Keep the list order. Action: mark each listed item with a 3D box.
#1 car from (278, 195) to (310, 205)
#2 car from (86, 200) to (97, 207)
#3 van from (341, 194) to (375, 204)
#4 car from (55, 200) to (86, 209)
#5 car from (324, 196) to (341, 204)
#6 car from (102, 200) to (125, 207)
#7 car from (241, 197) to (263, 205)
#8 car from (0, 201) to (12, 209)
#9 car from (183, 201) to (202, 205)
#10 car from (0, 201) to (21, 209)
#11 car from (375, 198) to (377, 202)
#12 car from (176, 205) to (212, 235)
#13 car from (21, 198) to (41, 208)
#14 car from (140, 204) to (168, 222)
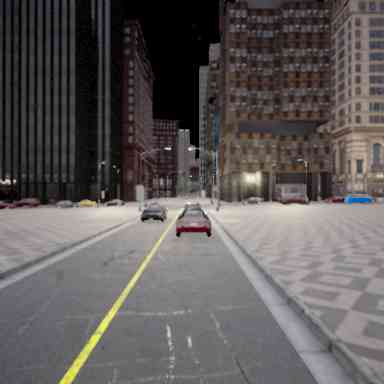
[{"bbox_3d":[17.176,1.377,56.273,5.009,1.841,2.192,-1,0,0],"label":"car"},{"bbox_3d":[-20.995,2.201,64.680,4.829,1.417,1.752,-1,1,0],"label":"car"},{"bbox_3d":[28.095,1.258,56.280,3.998,1.788,1.690,-1,0,0],"label":"van"},{"bbox_3d":[-20.829,2.167,56.156,4.403,1.369,2.008,-1,0,0],"label":"car"},{"bbox_3d":[28.103,1.518,64.805,4.507,1.381,1.887,-1,0,0],"label":"car"},{"bbox_3d":[-15.182,2.152,64.684,4.313,1.339,1.947,-1,1,0],"label":"car"},{"bbox_3d":[11.726,1.746,64.796,4.403,1.369,2.008,-1,0,0],"label":"car"},{"bbox_3d":[-37.756,2.491,64.670,4.507,1.381,1.887,-1,1,0],"label":"car"},{"bbox_3d":[0.074,1.704,37.568,2.128,1.511,4.902,0,0,0],"label":"car"},{"bbox_3d":[-32.116,2.341,56.149,4.507,1.381,1.887,-1,1,0],"label":"car"},{"bbox_3d":[33.561,1.454,64.809,4.403,1.369,2.008,-1,0,0],"label":"car"},{"bbox_3d":[0.086,1.667,19.438,1.994,1.385,4.181,0,0,0],"label":"car"},{"bbox_3d":[-32.117,2.168,64.671,5.009,1.841,2.192,-1,1,0],"label":"car"},{"bbox_3d":[-3.060,1.702,27.855,2.033,1.411,5.357,0,0,1],"label":"car"}]
